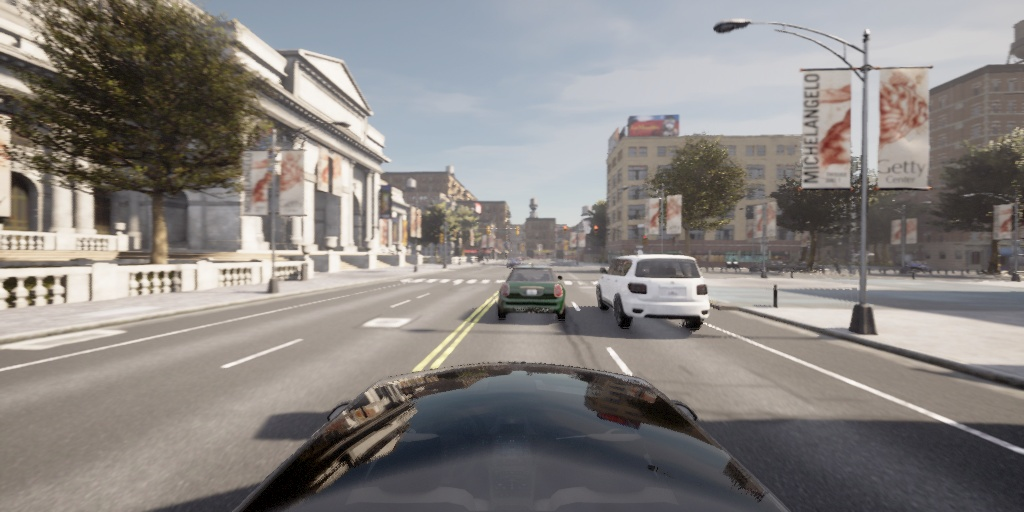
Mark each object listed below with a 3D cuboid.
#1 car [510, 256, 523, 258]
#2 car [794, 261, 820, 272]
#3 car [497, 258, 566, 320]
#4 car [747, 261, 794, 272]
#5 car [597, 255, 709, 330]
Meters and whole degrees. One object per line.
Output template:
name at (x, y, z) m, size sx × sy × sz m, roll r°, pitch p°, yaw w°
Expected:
car at (0.249, 0.935, 54.456) m, size 2.097 × 1.767 × 4.553 m, roll 1°, pitch 0°, yaw 1°
car at (40.573, 1.487, 50.542) m, size 4.674 × 1.442 × 1.812 m, roll 0°, pitch 0°, yaw 4°
car at (0.738, 1.075, 12.677) m, size 2.097 × 1.767 × 4.553 m, roll 1°, pitch 0°, yaw 4°
car at (33.863, 1.415, 47.525) m, size 4.892 × 1.490 × 1.837 m, roll 0°, pitch 0°, yaw 4°
car at (4.157, 0.979, 11.471) m, size 2.150 × 2.045 × 5.566 m, roll 1°, pitch 0°, yaw 5°
